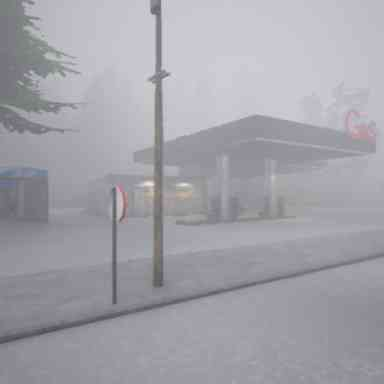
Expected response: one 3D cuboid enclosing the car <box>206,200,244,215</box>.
[{"bbox_3d":[3.053,1.427,31.080,3.633,1.501,1.845,0,0,-35],"label":"car"}]
